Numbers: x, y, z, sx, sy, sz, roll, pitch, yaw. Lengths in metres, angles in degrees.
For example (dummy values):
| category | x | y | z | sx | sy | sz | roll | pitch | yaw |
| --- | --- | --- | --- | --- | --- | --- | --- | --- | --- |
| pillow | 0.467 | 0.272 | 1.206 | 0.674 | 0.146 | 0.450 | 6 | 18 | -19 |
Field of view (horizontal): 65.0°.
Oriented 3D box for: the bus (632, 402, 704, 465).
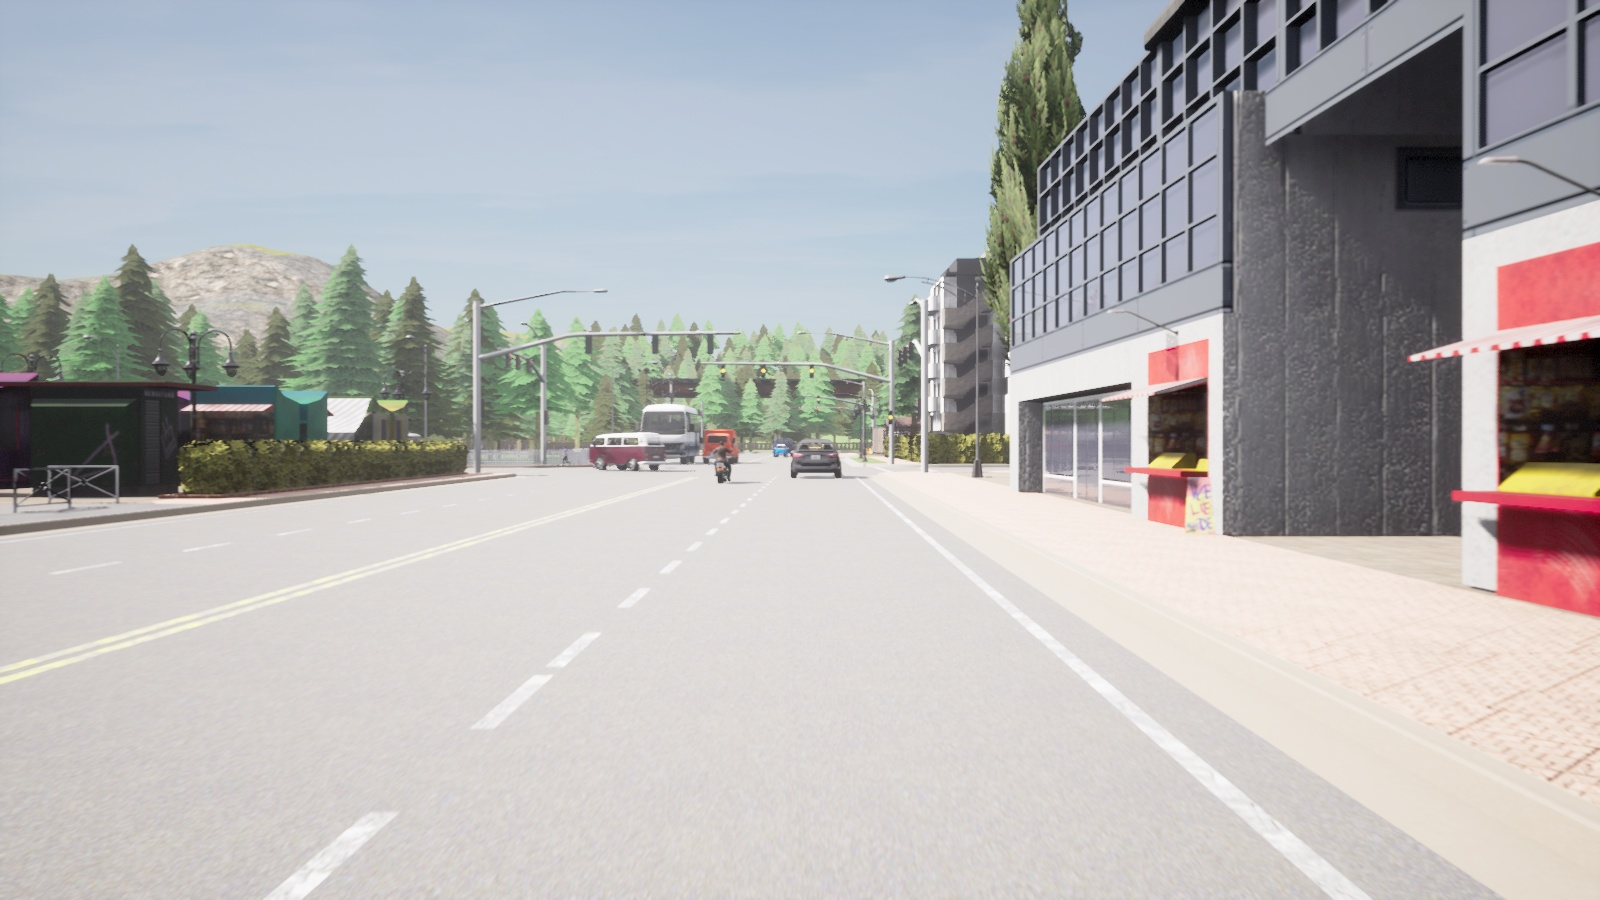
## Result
| category | x | y | z | sx | sy | sz | roll | pitch | yaw |
| --- | --- | --- | --- | --- | --- | --- | --- | --- | --- |
| bus | -9.369 | -1.148 | 90.452 | 3.944 | 4.253 | 10.273 | 0 | 0 | 1 |

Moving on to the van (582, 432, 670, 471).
| category | x | y | z | sx | sy | sz | roll | pitch | yaw |
| --- | --- | --- | --- | --- | --- | --- | --- | --- | --- |
| van | -9.300 | 0.085 | 66.849 | 4.480 | 2.038 | 2.069 | 0 | 0 | 37 |

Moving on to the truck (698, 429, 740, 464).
| category | x | y | z | sx | sy | sz | roll | pitch | yaw |
| --- | --- | --- | --- | --- | --- | --- | --- | --- | --- |
| truck | -5.859 | -0.260 | 91.277 | 2.627 | 2.467 | 5.204 | 0 | 0 | 1 |

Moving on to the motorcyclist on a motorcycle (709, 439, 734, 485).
| category | x | y | z | sx | sy | sz | roll | pitch | yaw |
| --- | --- | --- | --- | --- | --- | --- | --- | --- | --- |
| motorcyclist on a motorcycle | -2.914 | 0.430 | 46.775 | 0.766 | 1.649 | 2.350 | 0 | 0 | 1 |

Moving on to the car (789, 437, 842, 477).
| category | x | y | z | sx | sy | sz | roll | pitch | yaw |
| --- | --- | --- | --- | --- | --- | --- | --- | --- | --- |
| car | 0.690 | 0.281 | 55.052 | 2.242 | 1.667 | 4.611 | 0 | 0 | 1 |
